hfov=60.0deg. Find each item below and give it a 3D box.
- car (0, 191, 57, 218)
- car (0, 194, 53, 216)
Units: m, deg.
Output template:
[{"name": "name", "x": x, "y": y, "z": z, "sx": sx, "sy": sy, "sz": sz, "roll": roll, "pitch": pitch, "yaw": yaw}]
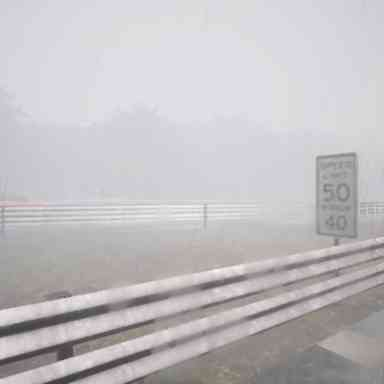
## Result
[{"name": "car", "x": -11.965, "y": 0.846, "z": 23.363, "sx": 4.553, "sy": 1.767, "sz": 2.097, "roll": 0, "pitch": 0, "yaw": -22}, {"name": "car", "x": -10.641, "y": 0.844, "z": 20.123, "sx": 4.553, "sy": 1.767, "sz": 2.097, "roll": 0, "pitch": 0, "yaw": -22}]
